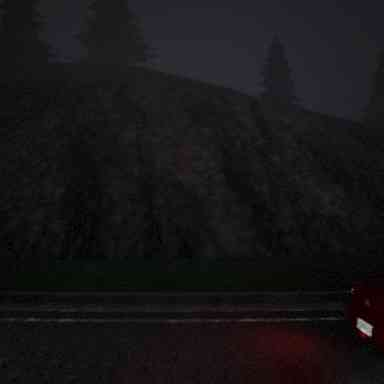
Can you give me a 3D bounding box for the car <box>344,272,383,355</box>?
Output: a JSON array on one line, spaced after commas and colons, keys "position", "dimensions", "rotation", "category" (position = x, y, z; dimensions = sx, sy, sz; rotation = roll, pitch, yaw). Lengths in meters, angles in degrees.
[{"position": [4.468, 1.543, 4.403], "dimensions": [4.674, 1.442, 1.812], "rotation": [0, 0, -5], "category": "car"}]
